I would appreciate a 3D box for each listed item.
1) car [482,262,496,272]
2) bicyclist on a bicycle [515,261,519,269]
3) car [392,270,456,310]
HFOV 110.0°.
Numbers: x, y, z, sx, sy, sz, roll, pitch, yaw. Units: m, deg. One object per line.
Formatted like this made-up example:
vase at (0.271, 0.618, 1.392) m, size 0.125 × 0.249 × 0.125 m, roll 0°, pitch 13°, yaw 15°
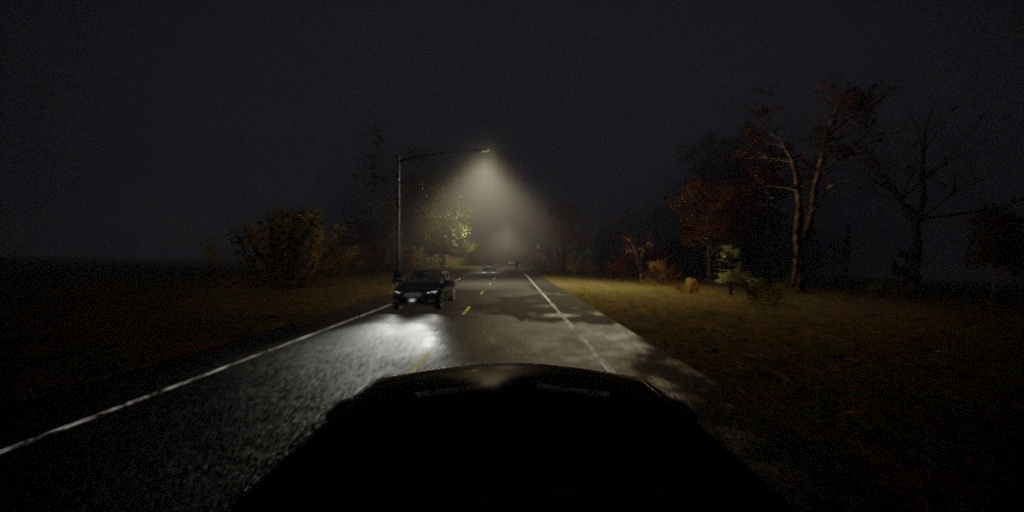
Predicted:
car at (-3.555, 1.718, 55.976) m, size 1.812 × 1.442 × 4.674 m, roll 0°, pitch -1°, yaw 0°
bicyclist on a bicycle at (0.960, 1.723, 64.630) m, size 0.582 × 1.620 × 1.656 m, roll 0°, pitch -1°, yaw 0°
car at (-3.600, 1.348, 15.377) m, size 2.128 × 1.511 × 4.902 m, roll 0°, pitch 0°, yaw 0°
